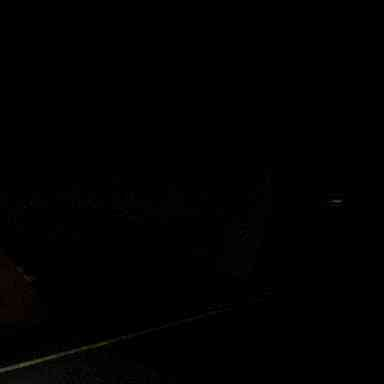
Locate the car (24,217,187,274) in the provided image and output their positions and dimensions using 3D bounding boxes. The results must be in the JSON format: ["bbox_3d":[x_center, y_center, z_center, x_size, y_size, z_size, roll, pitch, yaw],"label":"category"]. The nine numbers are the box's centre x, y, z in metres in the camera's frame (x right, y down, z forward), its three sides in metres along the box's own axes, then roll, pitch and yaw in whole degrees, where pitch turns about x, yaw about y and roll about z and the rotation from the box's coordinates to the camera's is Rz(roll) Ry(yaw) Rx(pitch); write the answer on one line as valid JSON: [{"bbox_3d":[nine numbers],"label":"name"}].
[{"bbox_3d":[-2.590,1.603,10.744,4.718,1.301,1.895,0,0,-36],"label":"car"}]

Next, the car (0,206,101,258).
[{"bbox_3d":[-5.581,1.354,12.910,4.553,1.767,2.097,0,0,-36],"label":"car"}]
